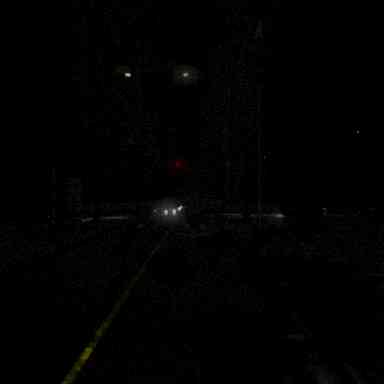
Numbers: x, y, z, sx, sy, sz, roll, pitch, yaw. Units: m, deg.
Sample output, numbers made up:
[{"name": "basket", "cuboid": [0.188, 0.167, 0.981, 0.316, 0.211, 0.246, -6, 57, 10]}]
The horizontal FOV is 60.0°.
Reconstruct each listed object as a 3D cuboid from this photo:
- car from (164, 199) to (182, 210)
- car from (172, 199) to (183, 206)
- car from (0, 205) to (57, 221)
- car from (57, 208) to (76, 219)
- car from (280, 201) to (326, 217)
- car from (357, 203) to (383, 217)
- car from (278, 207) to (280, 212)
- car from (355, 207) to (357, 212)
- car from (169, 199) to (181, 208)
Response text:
[{"name": "car", "cuboid": [-3.074, 2.029, 51.999, 2.033, 1.411, 5.357, 0, -1, 4]}, {"name": "car", "cuboid": [-3.042, 2.192, 71.965, 2.128, 1.511, 4.902, 0, -1, 0]}, {"name": "car", "cuboid": [-14.880, 1.869, 29.303, 4.718, 1.301, 1.895, 0, 0, -2]}, {"name": "car", "cuboid": [-13.943, 1.894, 32.567, 4.718, 1.301, 1.895, 0, 0, -1]}, {"name": "car", "cuboid": [12.182, 1.908, 35.902, 4.181, 1.385, 1.994, 0, 0, 0]}, {"name": "car", "cuboid": [20.920, 1.956, 35.871, 4.718, 1.301, 1.895, 0, 0, 0]}, {"name": "car", "cuboid": [12.619, 1.860, 39.152, 4.902, 1.511, 2.128, 0, 0, 0]}, {"name": "car", "cuboid": [21.881, 1.981, 39.116, 4.718, 1.301, 1.895, 0, 0, 0]}, {"name": "car", "cuboid": [-3.085, 2.050, 61.803, 1.882, 1.535, 5.008, 0, -1, 0]}]
